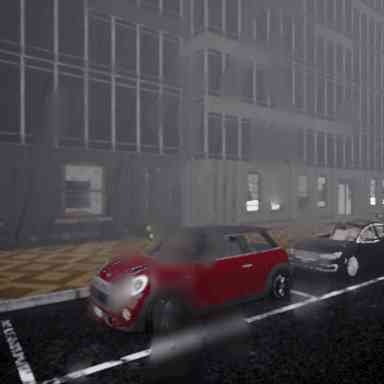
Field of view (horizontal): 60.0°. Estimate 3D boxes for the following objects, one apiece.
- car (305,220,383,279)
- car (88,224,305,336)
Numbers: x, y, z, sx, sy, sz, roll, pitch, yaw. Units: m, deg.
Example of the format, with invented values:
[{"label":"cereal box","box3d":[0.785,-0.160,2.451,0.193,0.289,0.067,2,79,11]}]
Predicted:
[{"label":"car","box3d":[4.722,1.542,9.930,4.403,1.369,2.008,0,0,-36]},{"label":"car","box3d":[0.088,1.437,6.624,4.097,1.590,1.967,0,0,-36]}]
